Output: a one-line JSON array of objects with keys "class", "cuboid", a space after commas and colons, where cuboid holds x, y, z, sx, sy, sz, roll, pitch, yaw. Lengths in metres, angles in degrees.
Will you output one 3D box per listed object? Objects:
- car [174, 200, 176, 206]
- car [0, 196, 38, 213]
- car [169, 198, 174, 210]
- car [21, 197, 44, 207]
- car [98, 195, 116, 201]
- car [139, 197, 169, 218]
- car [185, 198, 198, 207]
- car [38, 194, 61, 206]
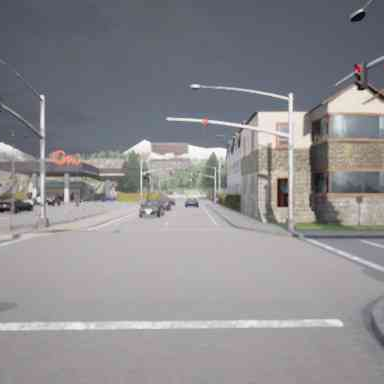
[{"class": "car", "cuboid": [-3.686, 1.622, 53.674, 1.895, 1.301, 4.718, 0, 0, 0]}, {"class": "car", "cuboid": [-19.023, 1.504, 36.072, 2.007, 1.523, 4.514, 0, 0, 0]}, {"class": "car", "cuboid": [-3.697, 1.368, 40.441, 2.097, 1.767, 4.553, 0, 0, 0]}, {"class": "car", "cuboid": [-26.104, 1.574, 54.523, 1.970, 1.475, 3.806, 0, 0, 0]}, {"class": "car", "cuboid": [-22.418, 1.706, 87.933, 4.611, 1.667, 2.242, 0, 0, 0]}, {"class": "car", "cuboid": [-3.657, 1.504, 30.718, 2.128, 1.511, 4.902, 0, 0, 1]}, {"class": "car", "cuboid": [-0.046, 1.584, 52.033, 1.994, 1.385, 4.181, 0, 0, 0]}, {"class": "car", "cuboid": [-22.776, 1.290, 53.930, 1.905, 1.878, 3.866, 0, 0, 0]}]
